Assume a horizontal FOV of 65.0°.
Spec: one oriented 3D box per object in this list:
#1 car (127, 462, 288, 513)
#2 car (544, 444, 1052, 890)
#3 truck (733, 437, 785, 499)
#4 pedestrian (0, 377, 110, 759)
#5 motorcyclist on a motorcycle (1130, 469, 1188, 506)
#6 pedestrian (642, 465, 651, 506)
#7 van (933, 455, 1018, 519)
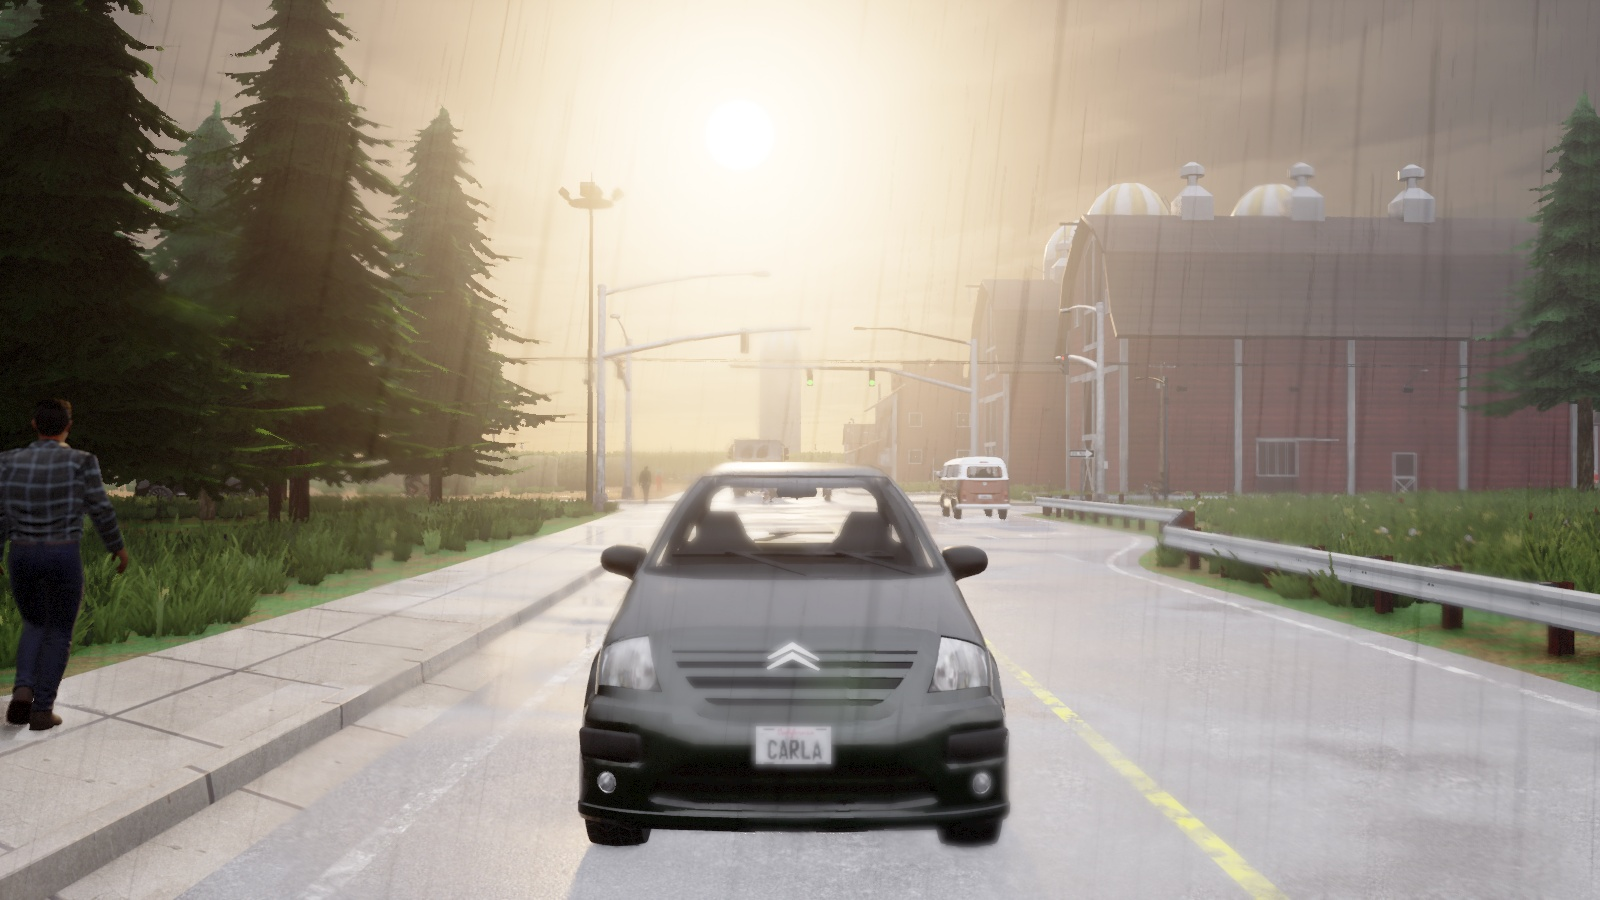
[{"bbox_3d":[-24.170,1.518,51.378,5.566,2.045,2.150,0,-1,-1],"label":"car"},{"bbox_3d":[-0.021,0.823,6.581,1.851,1.617,3.988,0,-1,0],"label":"car"},{"bbox_3d":[-2.453,1.075,73.816,2.891,3.462,7.936,0,-1,-2],"label":"truck"},{"bbox_3d":[-4.089,0.607,6.825,0.423,1.949,0.788,0,-1,-16],"label":"pedestrian"},{"bbox_3d":[15.962,1.663,55.810,2.350,1.649,0.766,0,-1,-1],"label":"motorcyclist on a motorcycle"},{"bbox_3d":[-7.031,1.626,57.437,0.353,1.847,0.614,0,-1,0],"label":"pedestrian"},{"bbox_3d":[5.851,1.226,42.480,2.069,2.038,4.480,0,-1,-2],"label":"van"}]
